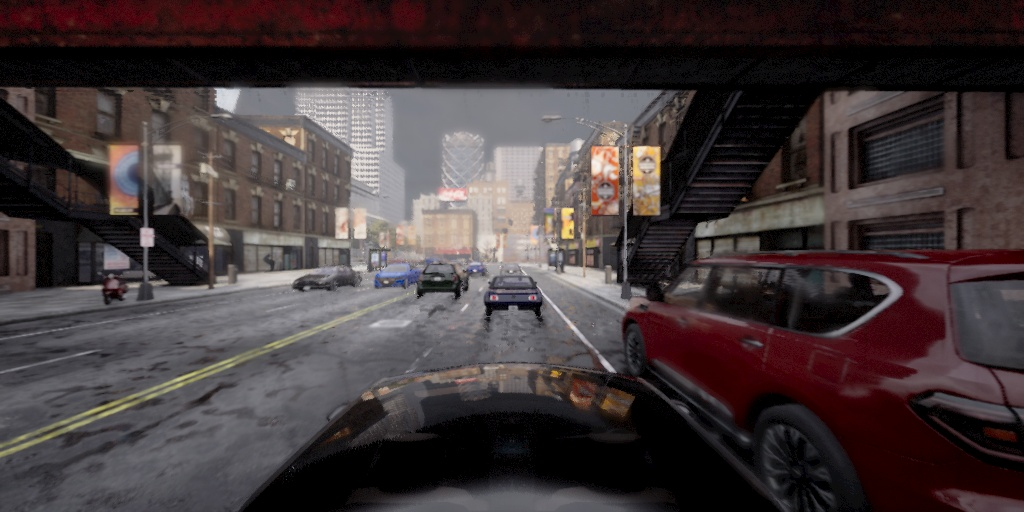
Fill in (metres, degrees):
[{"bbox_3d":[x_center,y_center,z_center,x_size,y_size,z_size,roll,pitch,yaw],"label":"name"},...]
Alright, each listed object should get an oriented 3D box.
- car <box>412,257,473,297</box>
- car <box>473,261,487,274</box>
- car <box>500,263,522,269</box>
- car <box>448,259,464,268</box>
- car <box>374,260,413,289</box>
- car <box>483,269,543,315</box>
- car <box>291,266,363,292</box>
[{"bbox_3d":[-3.502,1.096,18.982,2.097,1.767,4.553,0,0,0],"label":"car"},{"bbox_3d":[-3.634,1.262,37.291,1.812,1.442,4.674,0,0,-1],"label":"car"},{"bbox_3d":[-0.078,1.285,30.774,2.033,1.411,5.357,0,0,0],"label":"car"},{"bbox_3d":[-10.066,1.291,63.953,1.994,1.385,4.181,0,0,-21],"label":"car"},{"bbox_3d":[-7.227,1.222,23.068,1.882,1.535,5.008,0,0,0],"label":"car"},{"bbox_3d":[0.033,1.346,13.513,1.895,1.301,4.718,0,0,0],"label":"car"},{"bbox_3d":[-10.718,1.294,21.368,2.033,1.411,5.357,0,0,0],"label":"car"}]
